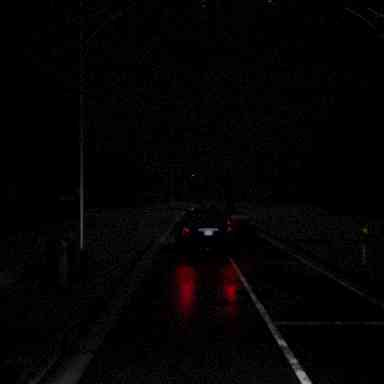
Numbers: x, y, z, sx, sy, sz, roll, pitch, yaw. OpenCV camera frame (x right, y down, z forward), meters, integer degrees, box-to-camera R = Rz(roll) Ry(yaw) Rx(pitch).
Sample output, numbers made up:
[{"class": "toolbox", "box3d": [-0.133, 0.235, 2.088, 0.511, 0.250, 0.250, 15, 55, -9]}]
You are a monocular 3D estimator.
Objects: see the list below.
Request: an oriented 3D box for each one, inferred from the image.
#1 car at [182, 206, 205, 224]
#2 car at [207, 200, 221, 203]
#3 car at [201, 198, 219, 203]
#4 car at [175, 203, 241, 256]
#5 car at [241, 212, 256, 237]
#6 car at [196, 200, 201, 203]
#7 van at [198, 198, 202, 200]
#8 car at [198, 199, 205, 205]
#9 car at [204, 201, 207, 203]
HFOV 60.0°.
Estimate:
[{"class": "car", "box3d": [0.091, 1.961, 29.620, 1.895, 1.301, 4.718, 0, -1, 0]}, {"class": "car", "box3d": [2.625, 1.808, 30.216, 1.967, 1.590, 4.097, -1, -1, 0]}, {"class": "car", "box3d": [2.622, 1.823, 41.021, 2.192, 1.841, 5.009, -1, -1, 0]}, {"class": "car", "box3d": [0.402, 1.519, 14.067, 2.097, 1.767, 4.553, 0, -1, -5]}, {"class": "car", "box3d": [2.628, 1.814, 19.410, 1.802, 1.307, 4.206, -1, -1, 0]}, {"class": "car", "box3d": [0.098, 2.076, 41.309, 1.994, 1.385, 4.181, 0, -1, -1]}, {"class": "van", "box3d": [2.618, 2.208, 67.380, 1.690, 1.788, 3.998, -1, -1, 0]}, {"class": "car", "box3d": [2.618, 2.814, 94.406, 2.008, 1.369, 4.403, -1, -1, 0]}, {"class": "car", "box3d": [2.625, 2.003, 35.616, 1.947, 1.339, 4.313, -1, -1, 0]}]
